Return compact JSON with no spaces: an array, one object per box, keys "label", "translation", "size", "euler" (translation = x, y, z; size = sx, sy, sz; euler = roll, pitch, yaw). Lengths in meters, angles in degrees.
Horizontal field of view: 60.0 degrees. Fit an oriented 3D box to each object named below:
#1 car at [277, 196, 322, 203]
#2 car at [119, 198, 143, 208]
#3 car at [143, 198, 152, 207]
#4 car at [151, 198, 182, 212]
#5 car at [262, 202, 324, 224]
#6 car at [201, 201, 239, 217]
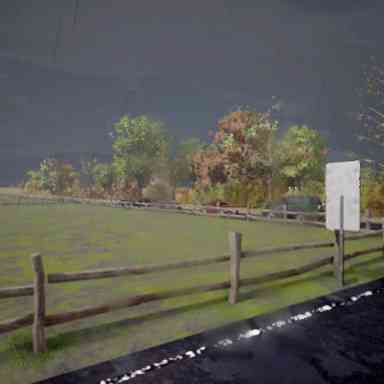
[{"label":"car","translation":[9.041,1.362,29.810],"size":[2.150,2.045,5.566],"euler":[0,0,-35]},{"label":"car","translation":[-9.884,1.703,52.094],"size":[1.994,1.385,4.181],"euler":[0,0,-34]},{"label":"car","translation":[-7.266,1.632,53.293],"size":[1.882,1.535,5.008],"euler":[0,0,-34]},{"label":"car","translation":[-2.977,1.703,42.009],"size":[1.994,1.385,4.181],"euler":[0,0,-34]},{"label":"car","translation":[7.896,1.722,26.276],"size":[1.895,1.301,4.718],"euler":[0,0,-35]},{"label":"car","translation":[2.716,1.658,33.763],"size":[1.812,1.442,4.674],"euler":[0,0,-35]}]
